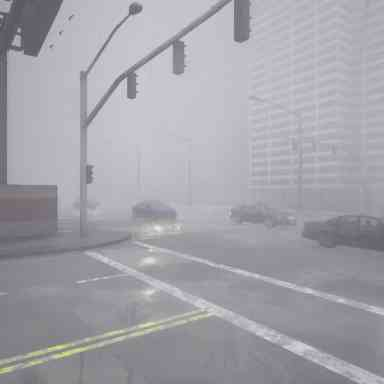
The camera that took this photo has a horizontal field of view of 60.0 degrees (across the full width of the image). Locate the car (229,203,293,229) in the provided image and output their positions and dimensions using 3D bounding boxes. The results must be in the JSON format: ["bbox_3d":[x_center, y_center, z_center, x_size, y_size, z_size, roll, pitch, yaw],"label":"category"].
[{"bbox_3d":[4.534,1.492,21.783,2.128,1.511,4.902,0,0,-35],"label":"car"}]

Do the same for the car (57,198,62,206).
[{"bbox_3d":[-23.034,1.458,54.929,2.033,1.411,5.357,0,0,-35],"label":"car"}]

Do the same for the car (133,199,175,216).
[{"bbox_3d":[-3.984,1.492,33.846,2.128,1.511,4.902,0,0,-35],"label":"car"}]

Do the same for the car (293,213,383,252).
[{"bbox_3d":[6.776,1.547,12.542,2.033,1.411,5.357,0,0,-35],"label":"car"}]

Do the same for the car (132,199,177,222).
[{"bbox_3d":[-3.083,1.477,26.501,1.882,1.535,5.008,0,0,-35],"label":"car"}]

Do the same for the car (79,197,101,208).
[{"bbox_3d":[-15.318,1.525,49.950,1.812,1.442,4.674,0,0,-35],"label":"car"}]

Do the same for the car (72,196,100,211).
[{"bbox_3d":[-13.287,1.505,40.962,1.837,1.490,4.892,0,0,-35],"label":"car"}]

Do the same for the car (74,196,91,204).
[{"bbox_3d":[-21.536,1.526,65.115,1.812,1.442,4.674,0,0,-35],"label":"car"}]
